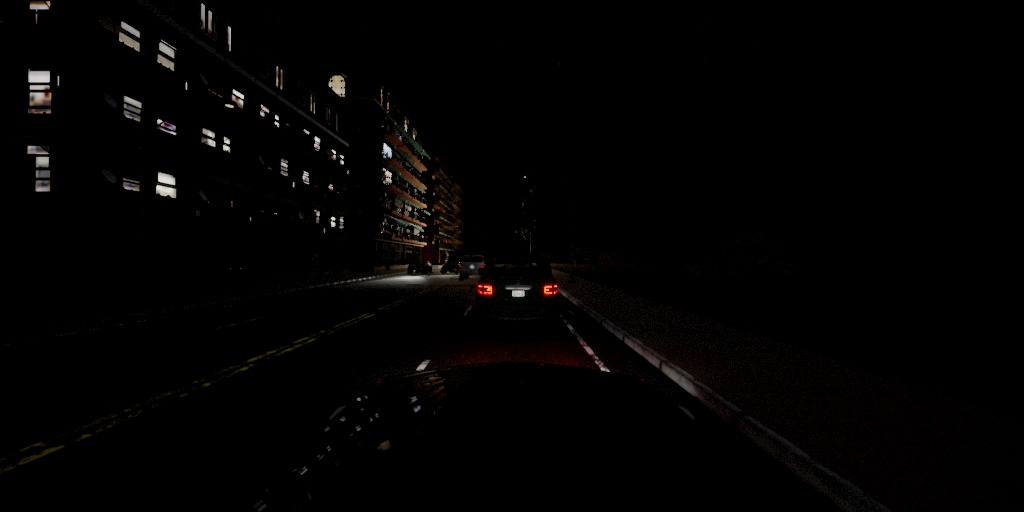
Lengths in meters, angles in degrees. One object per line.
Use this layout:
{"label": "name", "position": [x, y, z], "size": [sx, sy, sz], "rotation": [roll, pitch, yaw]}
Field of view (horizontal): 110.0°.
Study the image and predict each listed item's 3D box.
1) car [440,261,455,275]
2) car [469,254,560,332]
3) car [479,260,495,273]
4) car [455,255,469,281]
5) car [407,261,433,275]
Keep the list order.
{"label": "car", "position": [-6.573, 1.301, 39.521], "size": [2.033, 1.411, 5.357], "rotation": [0, 0, 0]}
{"label": "car", "position": [0.111, 0.973, 11.076], "size": [2.150, 2.045, 5.566], "rotation": [0, 0, -1]}
{"label": "car", "position": [-3.117, 1.280, 45.544], "size": [1.812, 1.442, 4.674], "rotation": [0, 0, 0]}
{"label": "car", "position": [-3.119, 0.965, 30.426], "size": [2.150, 2.045, 5.566], "rotation": [0, -1, -1]}
{"label": "car", "position": [-9.824, 1.246, 38.593], "size": [2.128, 1.511, 4.902], "rotation": [0, 0, 0]}
